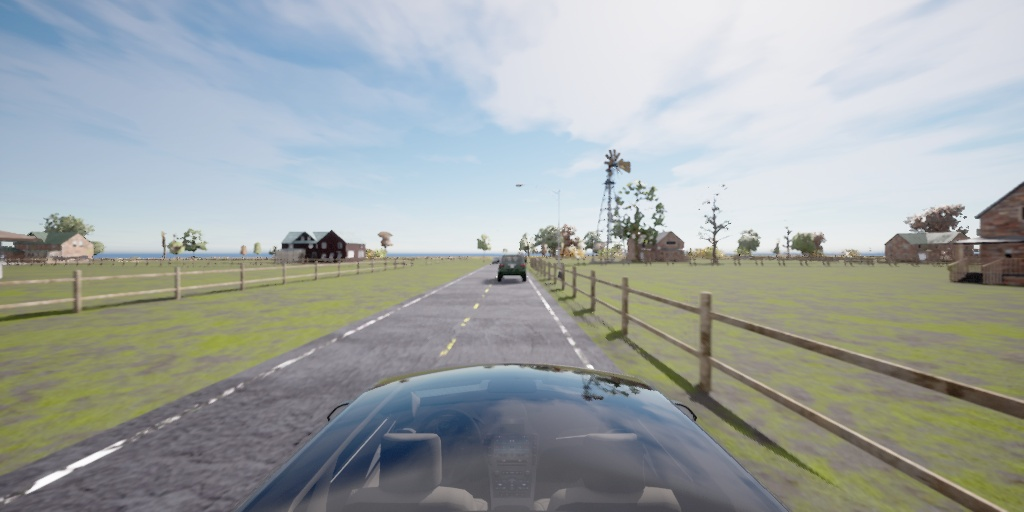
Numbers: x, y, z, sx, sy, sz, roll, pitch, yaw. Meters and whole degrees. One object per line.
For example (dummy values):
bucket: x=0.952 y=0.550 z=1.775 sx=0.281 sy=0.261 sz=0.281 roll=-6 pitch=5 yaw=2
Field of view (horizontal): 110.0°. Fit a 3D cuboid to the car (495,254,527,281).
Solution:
car: x=0.006 y=0.835 z=28.147 sx=2.150 sy=2.045 sz=5.566 roll=0 pitch=0 yaw=0
